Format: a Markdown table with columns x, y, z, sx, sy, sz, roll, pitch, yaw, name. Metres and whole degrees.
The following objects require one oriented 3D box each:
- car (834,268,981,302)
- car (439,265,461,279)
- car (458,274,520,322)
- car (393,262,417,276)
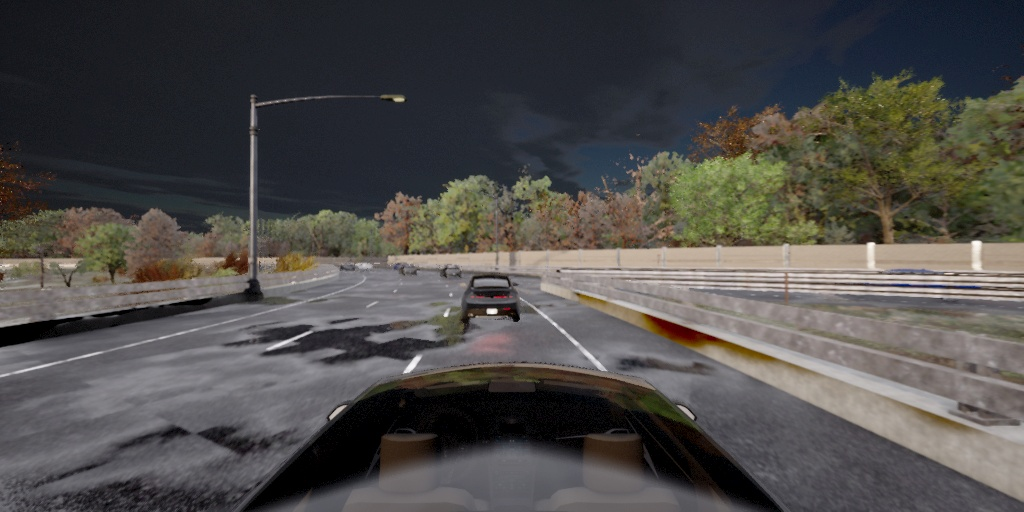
| x | y | z | sx | sy | sz | roll | pitch | yaw | name |
| --- | --- | --- | --- | --- | --- | --- | --- | --- | --- |
| 19.475 | 1.376 | 18.040 | 5.008 | 1.535 | 1.882 | 0 | -1 | 35 | car |
| -6.914 | 1.727 | 39.840 | 2.128 | 1.511 | 4.902 | 0 | -1 | -20 | car |
| -0.820 | 1.396 | 13.010 | 1.837 | 1.490 | 4.892 | 0 | 0 | -6 | car |
| -13.966 | 1.847 | 47.692 | 2.128 | 1.511 | 4.902 | 0 | -1 | -26 | car |
